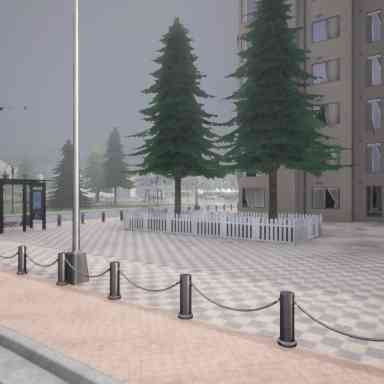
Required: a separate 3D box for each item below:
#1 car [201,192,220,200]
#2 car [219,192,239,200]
[{"bbox_3d":[5.241,1.384,91.390,3.806,1.475,1.970,0,0,35],"label":"car"},{"bbox_3d":[9.602,1.374,84.687,3.633,1.501,1.845,0,0,35],"label":"car"}]
